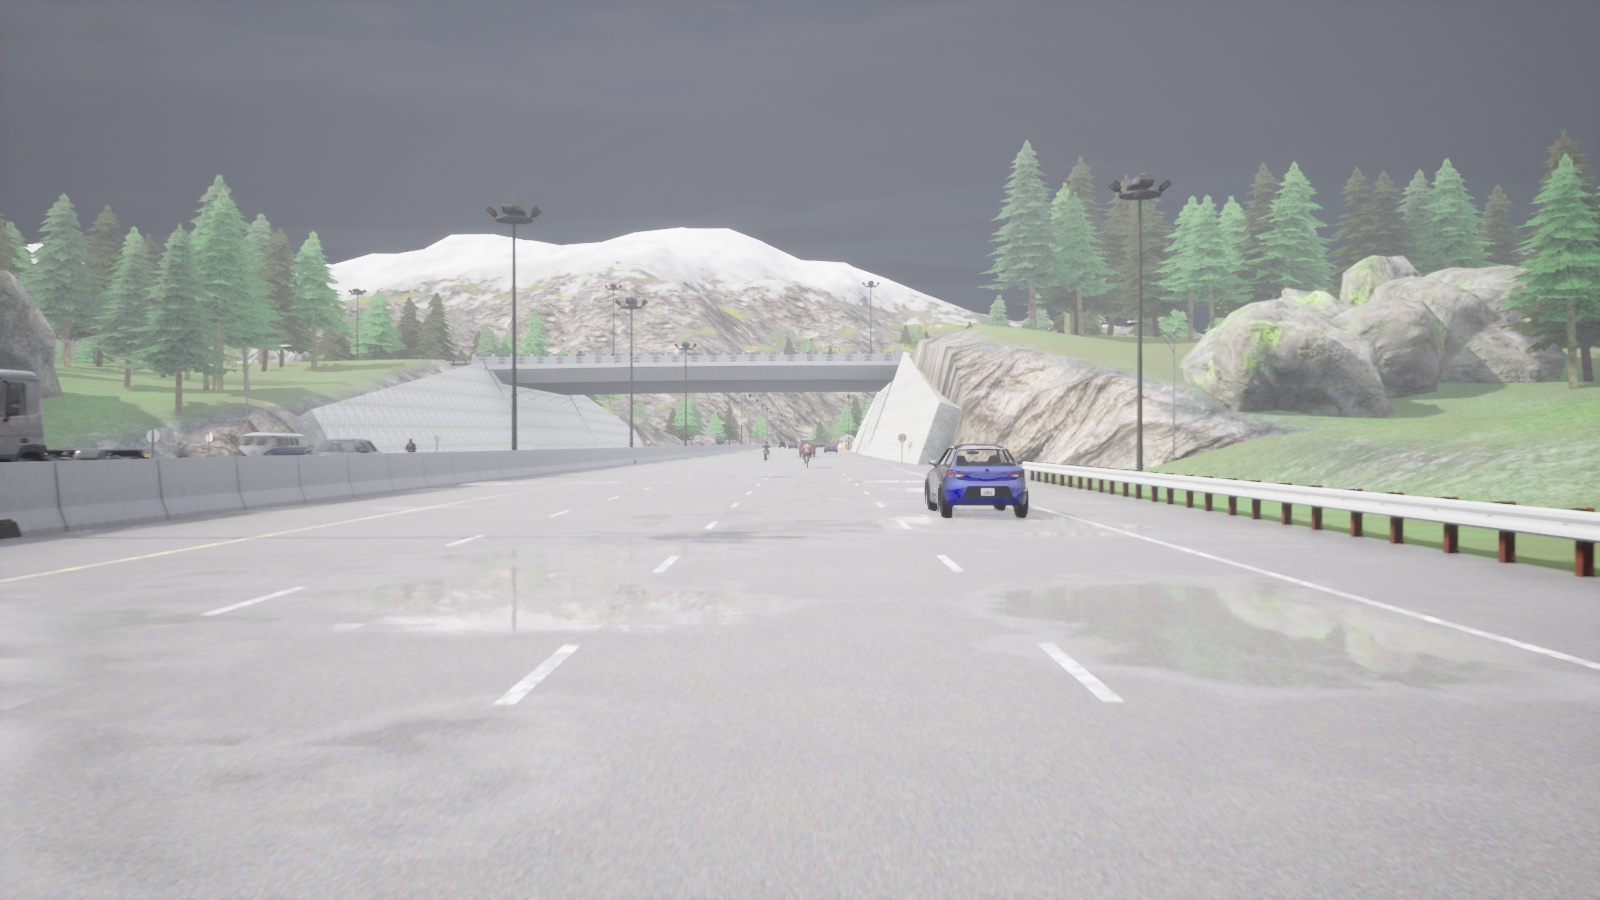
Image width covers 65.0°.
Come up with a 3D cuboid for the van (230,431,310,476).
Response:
[{"bbox_3d":[-24.159,0.157,57.411,1.775,1.987,4.442,0,0,0],"label":"van"}]

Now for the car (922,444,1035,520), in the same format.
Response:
[{"bbox_3d":[3.666,0.614,26.503,1.816,1.474,4.193,0,0,0],"label":"car"}]

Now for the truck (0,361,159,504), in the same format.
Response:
[{"bbox_3d":[-20.792,-0.443,33.896,2.891,3.462,7.936,0,0,0],"label":"truck"}]

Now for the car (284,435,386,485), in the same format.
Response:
[{"bbox_3d":[-17.219,0.328,46.721,2.097,1.767,4.553,0,0,0],"label":"car"}]
